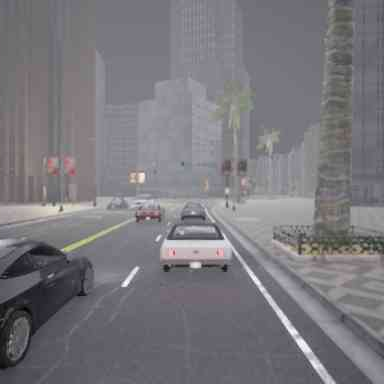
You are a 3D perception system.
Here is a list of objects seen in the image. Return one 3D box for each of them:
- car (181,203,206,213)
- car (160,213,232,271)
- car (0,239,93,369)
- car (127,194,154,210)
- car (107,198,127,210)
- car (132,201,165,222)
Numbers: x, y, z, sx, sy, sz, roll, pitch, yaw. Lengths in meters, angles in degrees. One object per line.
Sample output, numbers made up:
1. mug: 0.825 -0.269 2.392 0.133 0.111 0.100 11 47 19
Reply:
1. car: 0.103 1.562 27.449 1.994 1.385 4.181 0 0 0
2. car: 0.101 1.598 10.822 1.895 1.301 4.718 0 0 0
3. car: -3.136 1.524 5.601 1.812 1.442 4.674 0 0 0
4. car: -6.230 1.333 42.516 2.150 2.045 5.566 0 0 3
5. car: -9.473 1.566 42.730 1.812 1.442 4.674 0 0 3
6. car: -3.148 1.598 25.976 1.895 1.301 4.718 0 0 0
